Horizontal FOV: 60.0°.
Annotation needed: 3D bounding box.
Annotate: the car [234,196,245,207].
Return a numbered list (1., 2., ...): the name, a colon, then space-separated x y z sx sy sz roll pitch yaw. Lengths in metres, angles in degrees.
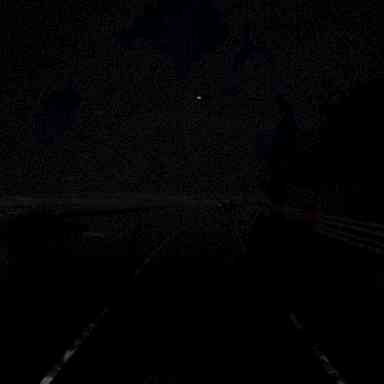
1. car: 8.463 1.951 59.274 2.033 1.411 5.357 0 0 7

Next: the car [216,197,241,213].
1. car: 4.219 1.754 40.599 2.128 1.511 4.902 1 0 17

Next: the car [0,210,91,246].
1. car: -7.394 1.573 15.545 2.033 1.411 5.357 0 0 32
